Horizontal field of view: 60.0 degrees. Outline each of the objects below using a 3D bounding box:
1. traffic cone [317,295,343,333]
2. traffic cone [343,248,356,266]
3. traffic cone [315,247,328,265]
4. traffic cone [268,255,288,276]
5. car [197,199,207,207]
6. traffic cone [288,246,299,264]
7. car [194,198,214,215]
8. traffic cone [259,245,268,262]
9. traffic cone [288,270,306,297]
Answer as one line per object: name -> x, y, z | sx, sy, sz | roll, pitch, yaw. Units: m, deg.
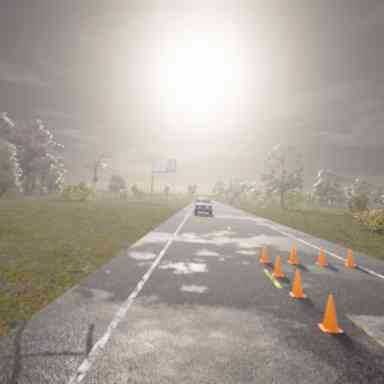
traffic cone -> 2.442, 2.112, 5.868 | 0.340, 0.580, 0.340 | 2, -1, 2
traffic cone -> 5.601, 2.296, 11.782 | 0.340, 0.580, 0.340 | 2, -1, 2
traffic cone -> 4.602, 2.258, 11.810 | 0.340, 0.580, 0.340 | 2, -1, 2
traffic cone -> 2.550, 2.159, 9.866 | 0.340, 0.580, 0.340 | 2, -1, 2
car -> 2.341, 2.442, 75.742 | 2.128, 1.511, 4.902 | 2, -1, 2
traffic cone -> 3.603, 2.221, 11.837 | 0.340, 0.580, 0.340 | 2, -1, 2
car -> 1.416, 1.736, 41.218 | 2.150, 2.045, 5.566 | 2, -1, 2
traffic cone -> 2.605, 2.183, 11.865 | 0.340, 0.580, 0.340 | 2, -1, 2
traffic cone -> 2.496, 2.136, 7.866 | 0.340, 0.580, 0.340 | 2, -1, 2
